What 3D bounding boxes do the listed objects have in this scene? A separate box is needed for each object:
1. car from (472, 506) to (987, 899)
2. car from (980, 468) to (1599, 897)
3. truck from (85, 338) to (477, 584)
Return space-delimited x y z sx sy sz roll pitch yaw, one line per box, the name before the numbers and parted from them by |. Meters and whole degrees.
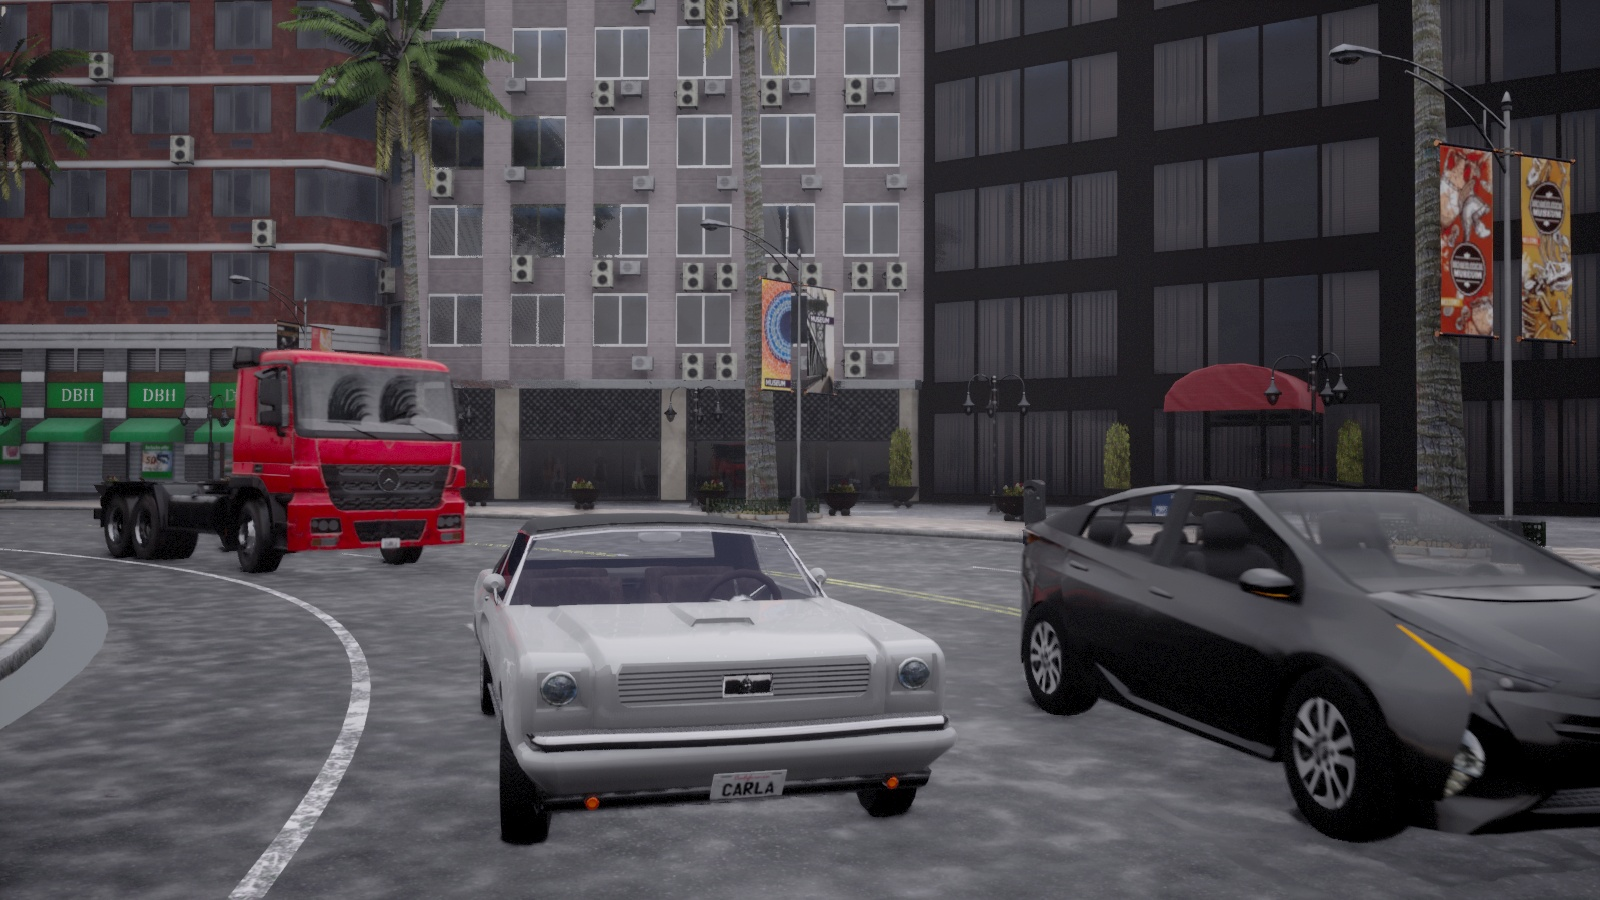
car | -0.811 1.037 7.059 1.895 1.301 4.718 0 -1 -16
car | 2.802 0.866 6.918 2.007 1.525 4.514 0 -1 -14
truck | -9.048 0.226 21.329 7.936 3.462 2.891 -1 -1 41
